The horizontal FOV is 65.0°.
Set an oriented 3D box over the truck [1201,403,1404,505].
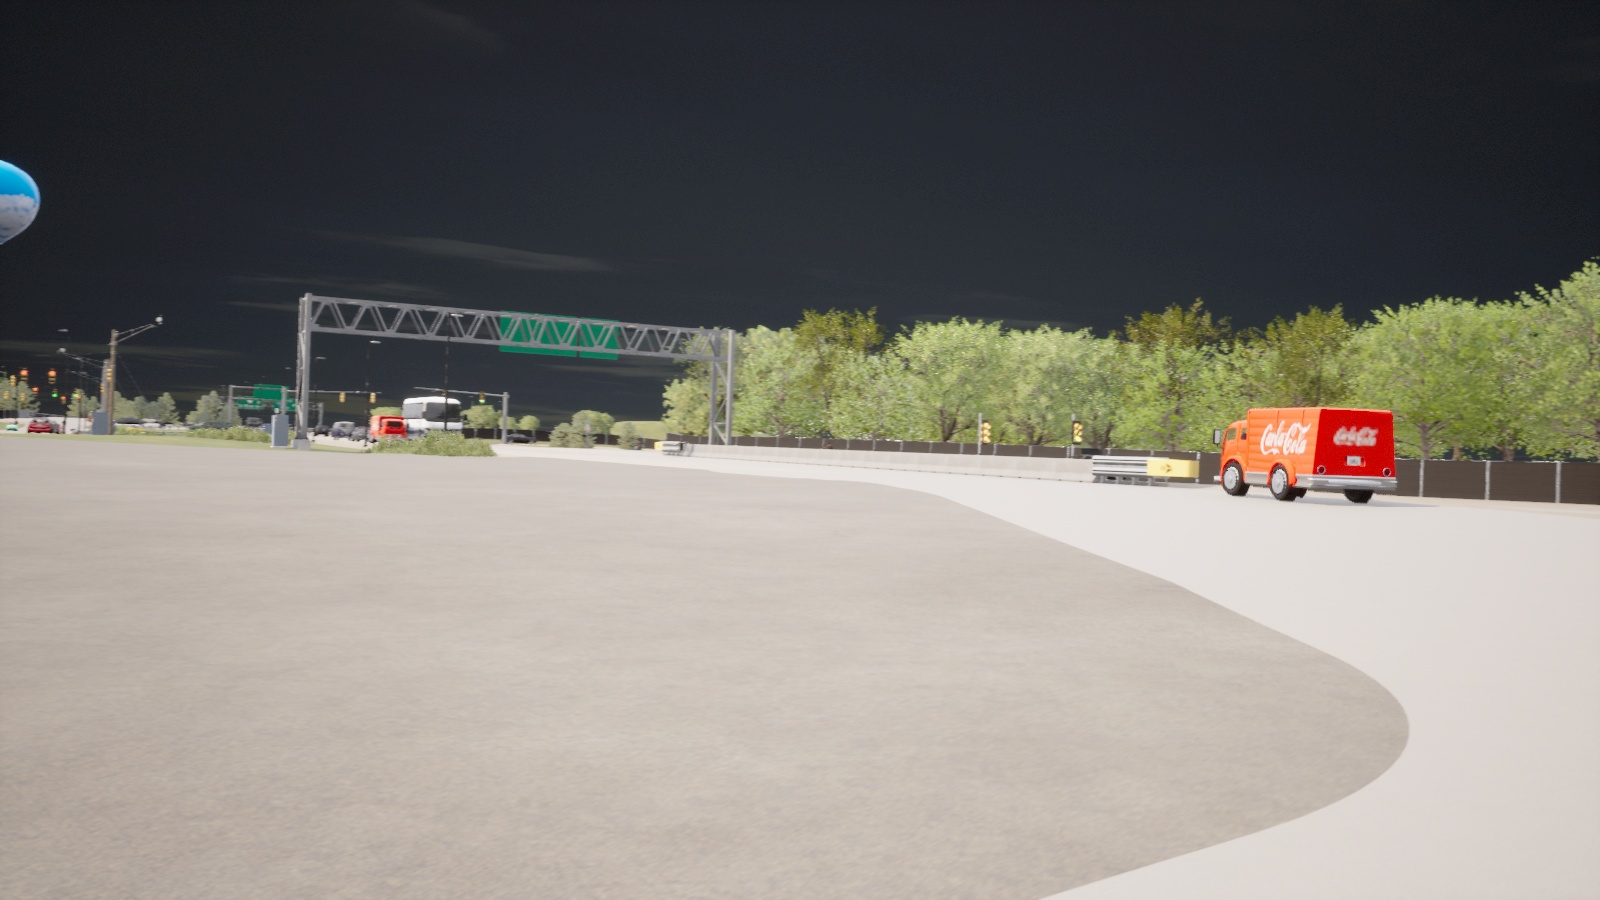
[{"bbox_3d":[13.390,0.072,33.927,2.627,2.467,5.204,2,0,-11],"label":"truck"}]
